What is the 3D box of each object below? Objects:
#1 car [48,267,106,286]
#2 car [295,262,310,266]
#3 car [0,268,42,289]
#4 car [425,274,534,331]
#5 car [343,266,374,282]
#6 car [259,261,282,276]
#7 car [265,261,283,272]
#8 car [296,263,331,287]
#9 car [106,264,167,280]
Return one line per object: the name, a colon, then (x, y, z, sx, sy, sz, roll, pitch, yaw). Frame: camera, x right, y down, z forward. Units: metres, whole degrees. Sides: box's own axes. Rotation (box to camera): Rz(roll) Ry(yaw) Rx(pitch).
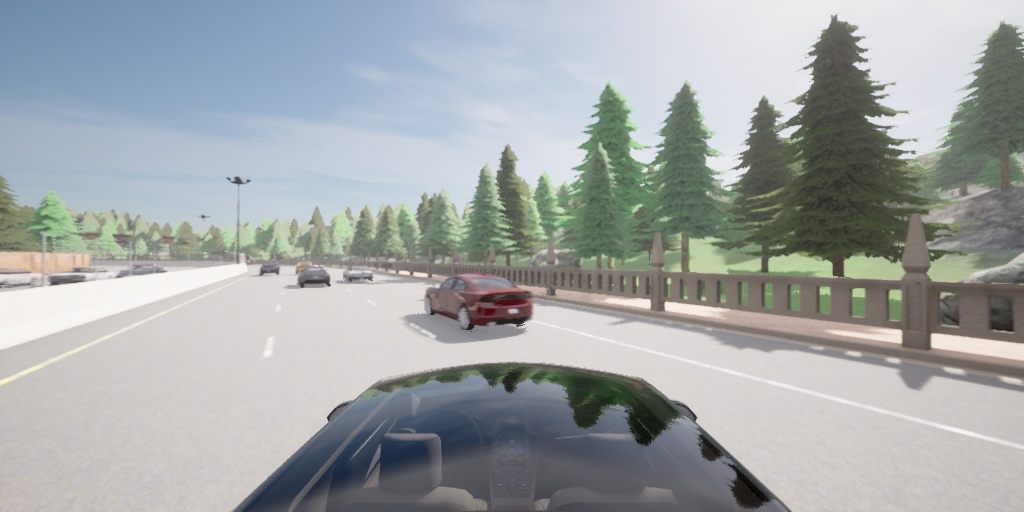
car: (-30.926, 1.462, 25.933, 1.895, 1.301, 4.718, 0, -1, -31)
car: (-25.981, 1.497, 44.915, 1.882, 1.535, 5.008, 0, -1, -32)
car: (-33.519, 1.437, 23.462, 1.895, 1.301, 4.718, 0, -1, -31)
car: (-1.265, 1.300, 11.488, 1.882, 1.535, 5.008, 0, 0, -32)
car: (-13.504, 1.546, 31.342, 1.895, 1.301, 4.718, 0, -1, -32)
car: (-28.010, 1.480, 41.535, 2.128, 1.511, 4.902, 0, -1, -32)
car: (-35.718, 1.555, 53.696, 2.128, 1.511, 4.902, 0, -1, -35)
car: (-14.685, 1.469, 26.588, 1.994, 1.385, 4.181, 0, -1, -32)
car: (-27.106, 1.366, 26.395, 2.128, 1.511, 4.902, 0, -1, -31)
